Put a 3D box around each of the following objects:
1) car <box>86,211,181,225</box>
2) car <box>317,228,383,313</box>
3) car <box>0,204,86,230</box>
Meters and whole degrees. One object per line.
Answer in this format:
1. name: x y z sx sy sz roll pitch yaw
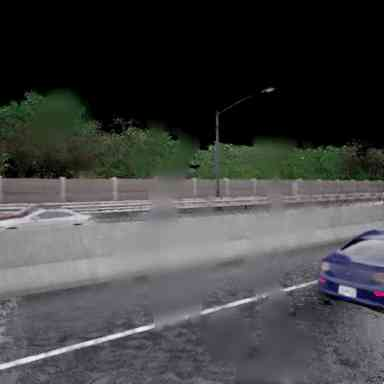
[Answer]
1. car: -2.104 1.567 15.374 4.718 1.301 1.895 -1 0 -35
2. car: 4.497 1.487 6.954 4.674 1.442 1.812 -1 0 -35
3. car: -7.094 1.516 16.110 4.674 1.442 1.812 0 0 -36
